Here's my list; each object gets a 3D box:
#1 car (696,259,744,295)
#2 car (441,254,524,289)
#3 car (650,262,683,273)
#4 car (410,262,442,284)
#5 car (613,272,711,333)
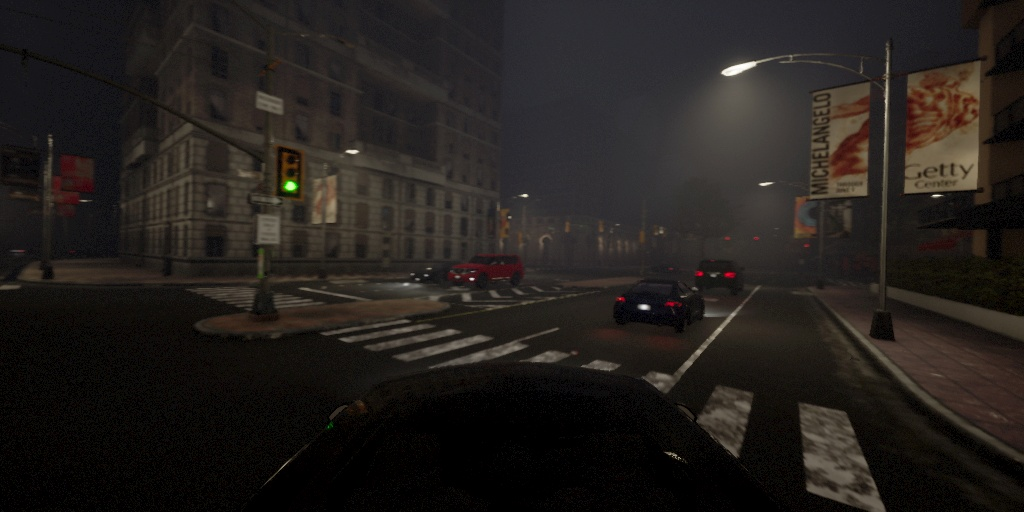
[{"bbox_3d":[13.036,1.237,22.471,2.150,2.045,5.566,2,0,37],"label":"car"},{"bbox_3d":[-1.437,0.868,22.644,2.150,2.045,5.566,2,0,37],"label":"car"},{"bbox_3d":[19.941,1.661,46.552,2.033,1.411,5.357,2,0,-5],"label":"car"},{"bbox_3d":[-4.320,1.114,24.646,2.033,1.411,5.357,2,0,37],"label":"car"},{"bbox_3d":[4.779,1.402,11.395,1.994,1.385,4.181,2,0,36],"label":"car"}]
